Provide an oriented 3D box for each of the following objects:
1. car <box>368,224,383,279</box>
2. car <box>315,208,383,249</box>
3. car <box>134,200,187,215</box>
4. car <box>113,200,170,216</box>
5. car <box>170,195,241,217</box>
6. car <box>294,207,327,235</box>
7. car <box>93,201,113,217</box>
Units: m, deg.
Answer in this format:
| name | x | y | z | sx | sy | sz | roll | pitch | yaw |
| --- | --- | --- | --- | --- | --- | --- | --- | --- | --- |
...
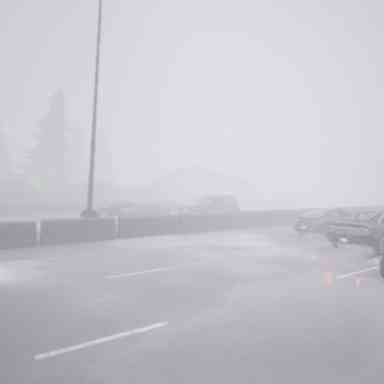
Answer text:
| name | x | y | z | sx | sy | sz | roll | pitch | yaw |
| --- | --- | --- | --- | --- | --- | --- | --- | --- | --- |
| car | 6.622 | 1.577 | 8.469 | 4.181 | 1.385 | 1.994 | 0 | 0 | -35 |
| car | 7.417 | 1.509 | 13.335 | 4.902 | 1.511 | 2.128 | 0 | 0 | -36 |
| car | -3.380 | 1.570 | 35.960 | 5.357 | 1.411 | 2.033 | 0 | 0 | -35 |
| car | -3.861 | 1.580 | 27.026 | 4.181 | 1.385 | 1.994 | 0 | 0 | -35 |
| car | 1.367 | 1.242 | 26.454 | 5.566 | 2.045 | 2.150 | 0 | 0 | -35 |
| car | 7.317 | 1.546 | 17.562 | 4.674 | 1.442 | 1.812 | 0 | 0 | -35 |
| car | -6.643 | 1.492 | 29.342 | 5.008 | 1.535 | 1.882 | 0 | 0 | -35 |
